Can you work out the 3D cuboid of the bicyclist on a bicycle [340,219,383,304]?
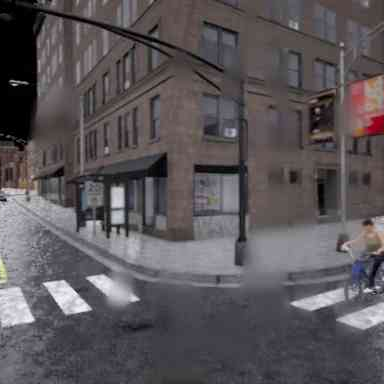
[{"bbox_3d":[3.552,1.364,6.761,1.509,1.612,0.866,-1,0,-33],"label":"bicyclist on a bicycle"}]

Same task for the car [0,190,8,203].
[{"bbox_3d":[-23.118,0.502,39.789,2.033,1.411,5.357,0,3,-32],"label":"car"}]
